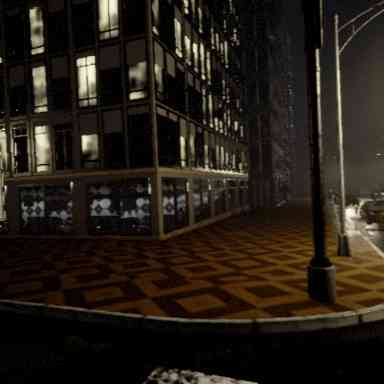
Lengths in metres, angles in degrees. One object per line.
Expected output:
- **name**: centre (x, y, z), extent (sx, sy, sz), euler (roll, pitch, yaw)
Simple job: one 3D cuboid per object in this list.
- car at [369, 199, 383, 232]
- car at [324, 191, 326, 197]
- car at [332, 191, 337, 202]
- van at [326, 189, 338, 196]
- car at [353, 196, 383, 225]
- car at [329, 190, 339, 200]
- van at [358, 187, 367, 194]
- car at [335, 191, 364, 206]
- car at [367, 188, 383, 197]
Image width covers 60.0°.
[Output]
- **car**: centre (9.394, 1.199, 14.769), extent (1.752, 1.417, 4.829), euler (-3, 0, 20)
- **car**: centre (32.286, 0.370, 78.821), extent (2.008, 1.369, 4.403), euler (-3, 0, 20)
- **car**: centre (18.968, 0.898, 41.550), extent (1.802, 1.307, 4.206), euler (-3, 0, 20)
- **van**: centre (24.663, 0.444, 57.525), extent (1.690, 1.788, 3.998), euler (-3, 0, 20)
- **car**: centre (11.356, 1.166, 20.253), extent (1.947, 1.339, 4.313), euler (-3, 0, 20)
- **car**: centre (20.869, 0.789, 46.874), extent (1.887, 1.381, 4.507), euler (-3, 0, 20)
- **van**: centre (42.062, -0.231, 81.326), extent (1.690, 1.788, 3.998), euler (-3, 0, 20)
- **car**: centre (17.063, 0.932, 36.225), extent (1.887, 1.381, 4.507), euler (-3, 0, 20)
- **car**: centre (27.643, 0.325, 48.917), extent (2.097, 1.767, 4.553), euler (-2, 0, 20)
